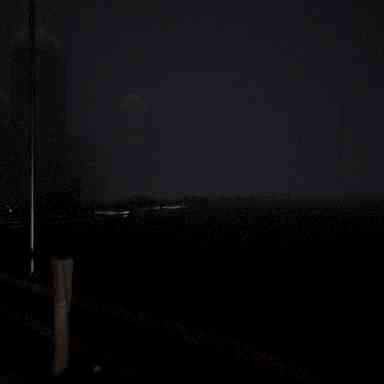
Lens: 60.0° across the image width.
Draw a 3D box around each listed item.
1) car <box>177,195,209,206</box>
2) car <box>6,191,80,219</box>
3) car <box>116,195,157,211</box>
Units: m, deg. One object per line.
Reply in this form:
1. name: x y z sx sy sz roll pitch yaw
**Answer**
1. car: 0.166 1.050 43.184 1.895 1.301 4.718 1 1 35
2. car: -11.617 0.960 26.470 2.150 2.045 5.566 1 1 35
3. car: -5.764 1.071 34.785 1.882 1.535 5.008 1 1 35
